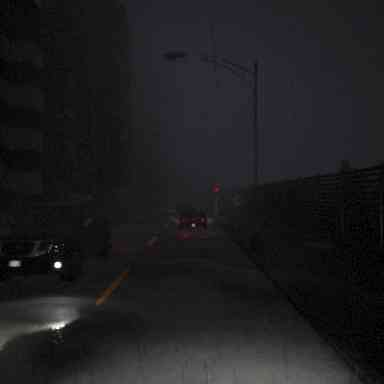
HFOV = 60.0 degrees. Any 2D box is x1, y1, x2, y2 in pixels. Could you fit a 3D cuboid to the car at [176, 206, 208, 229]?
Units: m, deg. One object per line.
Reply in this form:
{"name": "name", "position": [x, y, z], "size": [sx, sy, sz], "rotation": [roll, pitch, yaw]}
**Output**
{"name": "car", "position": [0.089, 1.881, 23.675], "size": [1.895, 1.301, 4.718], "rotation": [0, -1, 0]}

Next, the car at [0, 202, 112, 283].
{"name": "car", "position": [-4.099, 1.348, 10.459], "size": [2.150, 2.045, 5.566], "rotation": [0, -1, 0]}

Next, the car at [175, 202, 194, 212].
{"name": "car", "position": [-0.908, 1.995, 42.600], "size": [2.128, 1.511, 4.902], "rotation": [0, -1, -13]}
